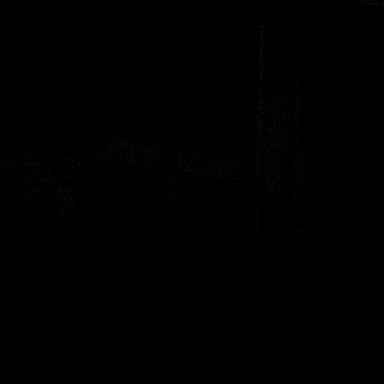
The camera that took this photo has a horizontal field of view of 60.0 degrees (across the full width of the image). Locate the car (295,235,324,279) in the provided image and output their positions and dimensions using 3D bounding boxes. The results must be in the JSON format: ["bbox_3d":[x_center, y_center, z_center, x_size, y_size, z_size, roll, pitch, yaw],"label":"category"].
[{"bbox_3d":[3.019,2.002,12.416,1.905,1.878,3.866,3,-2,-14],"label":"car"}]

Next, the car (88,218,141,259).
[{"bbox_3d":[-3.536,2.015,15.231,2.242,1.667,4.611,3,-2,-14],"label":"car"}]
